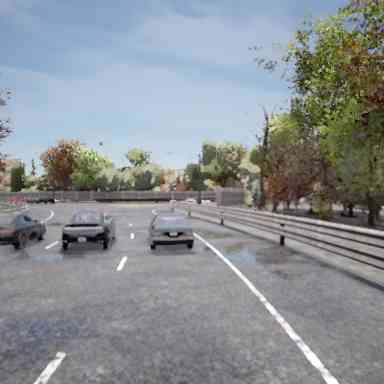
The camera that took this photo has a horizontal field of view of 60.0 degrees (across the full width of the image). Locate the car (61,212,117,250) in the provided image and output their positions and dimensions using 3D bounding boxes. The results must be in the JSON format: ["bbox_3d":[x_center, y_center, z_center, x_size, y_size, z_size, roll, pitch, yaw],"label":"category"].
[{"bbox_3d":[-4.566,1.637,15.199,2.128,1.511,4.902,0,0,-8],"label":"car"}]

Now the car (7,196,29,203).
[{"bbox_3d":[-41.496,1.945,78.579,5.566,2.045,2.150,0,-1,40],"label":"car"}]

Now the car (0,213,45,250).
[{"bbox_3d":[-8.045,1.668,14.804,1.812,1.442,4.674,0,0,-8],"label":"car"}]

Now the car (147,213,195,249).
[{"bbox_3d":[-1.054,1.692,15.369,2.033,1.411,5.357,0,-1,-8],"label":"car"}]

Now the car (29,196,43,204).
[{"bbox_3d":[-39.108,2.239,81.136,4.892,1.490,1.837,0,-1,40],"label":"car"}]

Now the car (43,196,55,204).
[{"bbox_3d":[-36.766,1.983,83.738,5.566,2.045,2.150,0,-1,40],"label":"car"}]
